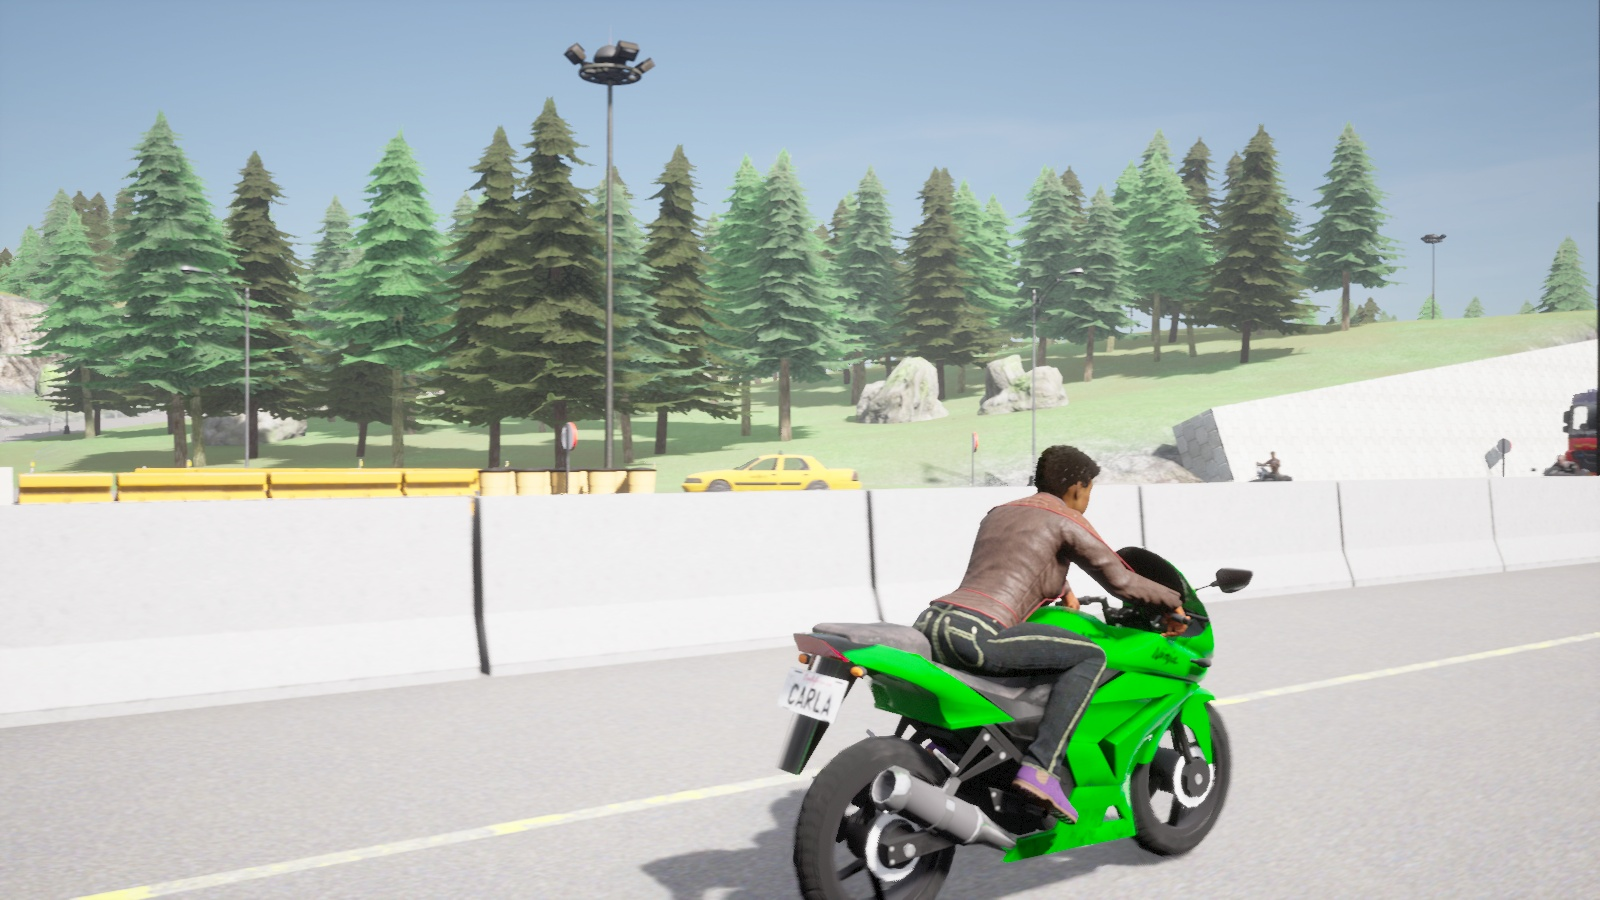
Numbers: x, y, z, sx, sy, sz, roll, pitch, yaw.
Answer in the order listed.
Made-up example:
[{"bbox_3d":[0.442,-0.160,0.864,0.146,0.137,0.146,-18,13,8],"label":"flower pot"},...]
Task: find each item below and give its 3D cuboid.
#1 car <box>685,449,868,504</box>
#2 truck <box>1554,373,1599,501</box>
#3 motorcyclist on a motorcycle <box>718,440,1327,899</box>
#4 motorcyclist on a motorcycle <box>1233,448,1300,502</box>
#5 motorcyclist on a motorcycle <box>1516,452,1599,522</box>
[{"bbox_3d":[-0.758,0.778,37.719,5.366,1.575,1.801,0,0,-6],"label":"car"},{"bbox_3d":[27.506,-0.380,39.865,8.468,3.827,2.891,0,0,-35],"label":"truck"},{"bbox_3d":[0.810,0.736,4.223,2.044,1.523,0.797,0,0,-35],"label":"motorcyclist on a motorcycle"},{"bbox_3d":[14.662,0.761,39.450,2.350,1.649,0.766,0,0,-35],"label":"motorcyclist on a motorcycle"},{"bbox_3d":[17.191,0.813,28.417,2.191,1.530,0.866,0,0,-35],"label":"motorcyclist on a motorcycle"}]
